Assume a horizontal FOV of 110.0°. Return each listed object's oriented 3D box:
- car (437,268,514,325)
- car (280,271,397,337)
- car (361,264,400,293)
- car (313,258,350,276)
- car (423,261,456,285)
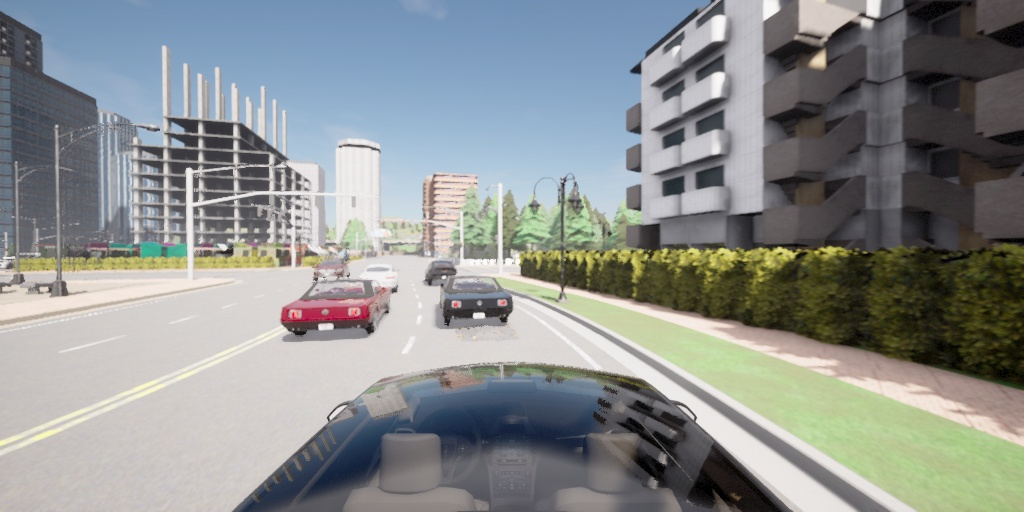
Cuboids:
[{"bbox_3d":[-1.337,1.254,11.548,1.895,1.301,4.718,0,1,-13],"label":"car"},{"bbox_3d":[-4.607,1.279,10.189,1.895,1.301,4.718,0,1,-12],"label":"car"},{"bbox_3d":[-6.937,1.123,18.897,1.812,1.442,4.674,0,1,-16],"label":"car"},{"bbox_3d":[-12.584,0.881,25.269,1.812,1.442,4.674,0,1,-17],"label":"car"},{"bbox_3d":[-4.696,1.042,23.640,1.837,1.490,4.892,0,0,-17],"label":"car"}]
